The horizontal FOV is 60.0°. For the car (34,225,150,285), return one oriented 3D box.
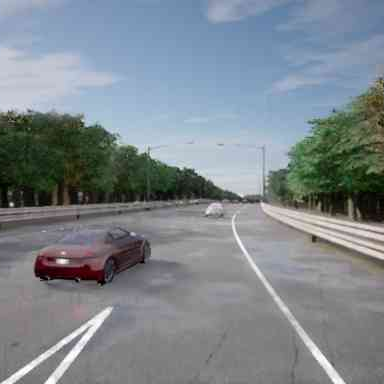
[{"bbox_3d":[-2.739,1.698,10.078,1.994,1.385,4.181,0,-1,12],"label":"car"}]

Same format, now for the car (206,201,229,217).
[{"bbox_3d":[2.716,2.030,37.308,1.812,1.442,4.674,0,-1,11],"label":"car"}]
